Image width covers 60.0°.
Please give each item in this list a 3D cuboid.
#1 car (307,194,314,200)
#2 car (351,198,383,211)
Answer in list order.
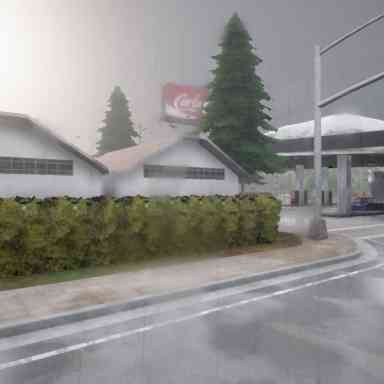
[{"bbox_3d":[31.771,1.330,88.805,2.152,1.636,5.027,0,0,-36],"label":"car"},{"bbox_3d":[20.748,1.480,39.301,4.611,1.667,2.242,0,0,-36],"label":"car"}]
